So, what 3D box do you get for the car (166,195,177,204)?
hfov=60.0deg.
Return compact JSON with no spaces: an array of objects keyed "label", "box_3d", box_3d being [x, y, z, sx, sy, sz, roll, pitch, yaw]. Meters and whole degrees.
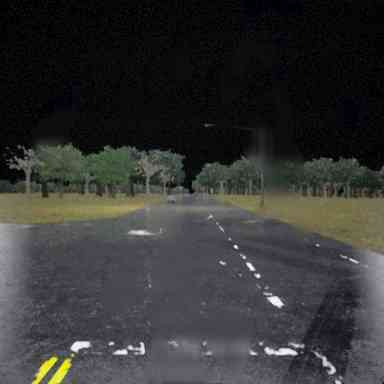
[{"label":"car","box_3d":[-3.613,1.323,59.416,1.837,1.490,4.892,0,0,0]}]
